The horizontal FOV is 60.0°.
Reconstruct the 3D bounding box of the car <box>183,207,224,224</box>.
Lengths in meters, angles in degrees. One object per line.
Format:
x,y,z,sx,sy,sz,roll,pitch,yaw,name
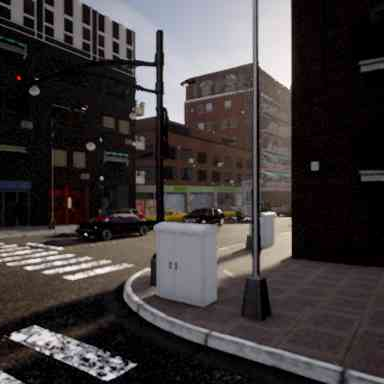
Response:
1.182,2.201,31.949,1.947,1.339,4.313,-1,-2,35,car

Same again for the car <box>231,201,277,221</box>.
6.653,1.959,35.260,2.150,2.045,5.566,0,-1,35,car

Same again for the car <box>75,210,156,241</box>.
-4.361,1.973,19.403,1.895,1.301,4.718,0,-1,35,car

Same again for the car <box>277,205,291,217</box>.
12.764,2.487,43.984,2.033,1.411,5.357,0,-1,35,car

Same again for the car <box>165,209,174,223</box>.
-2.066,2.053,27.274,1.752,1.417,4.829,-1,-2,35,car

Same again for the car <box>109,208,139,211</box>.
-5.120,1.866,22.880,1.967,1.590,4.097,-1,-2,35,car

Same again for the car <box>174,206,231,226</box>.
0.988,2.054,27.102,1.837,1.490,4.892,0,-1,35,car

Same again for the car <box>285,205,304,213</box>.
16.935,2.740,54.631,1.802,1.307,4.206,-1,-2,35,car

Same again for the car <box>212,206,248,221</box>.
4.236,2.262,36.347,1.752,1.417,4.829,-1,-2,35,car
